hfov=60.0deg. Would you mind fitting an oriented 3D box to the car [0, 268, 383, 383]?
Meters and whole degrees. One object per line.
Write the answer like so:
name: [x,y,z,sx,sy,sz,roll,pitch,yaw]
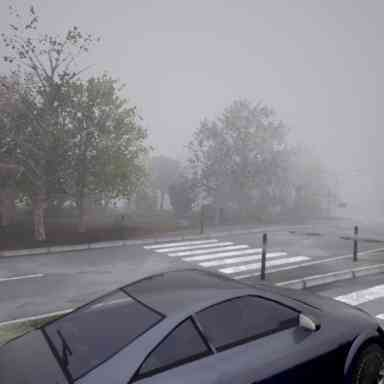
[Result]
car: [0.252,1.567,3.518,4.181,1.385,1.994,0,0,-34]
